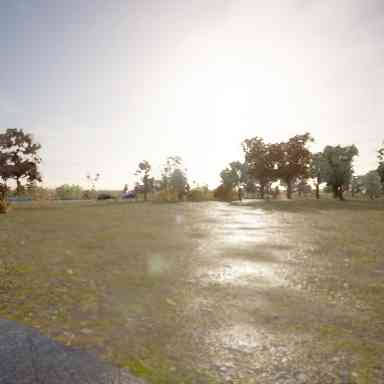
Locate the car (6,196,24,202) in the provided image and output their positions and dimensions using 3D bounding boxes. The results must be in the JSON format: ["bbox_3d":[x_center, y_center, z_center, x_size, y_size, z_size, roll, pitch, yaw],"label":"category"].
[{"bbox_3d":[-42.708,1.725,80.985,1.895,1.301,4.718,0,0,34],"label":"car"}]
